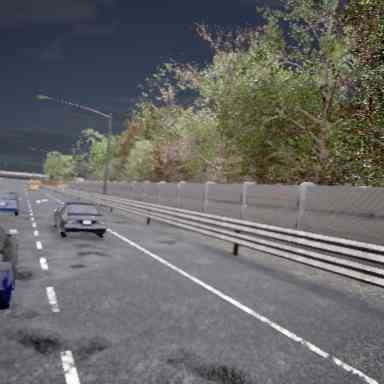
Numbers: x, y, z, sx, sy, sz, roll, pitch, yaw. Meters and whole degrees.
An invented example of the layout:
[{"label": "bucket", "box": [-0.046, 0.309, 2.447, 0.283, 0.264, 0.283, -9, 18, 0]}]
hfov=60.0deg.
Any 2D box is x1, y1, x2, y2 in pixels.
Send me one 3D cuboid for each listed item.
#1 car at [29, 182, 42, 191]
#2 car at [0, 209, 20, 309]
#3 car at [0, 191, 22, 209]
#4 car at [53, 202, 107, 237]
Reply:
[{"label": "car", "box": [-38.204, -1.045, 80.475, 1.882, 1.535, 5.008, 4, 0, -27]}, {"label": "car", "box": [-4.623, 1.234, 6.707, 1.994, 1.385, 4.181, 4, 0, -27]}, {"label": "car", "box": [-12.458, 0.679, 22.165, 2.033, 1.411, 5.357, 4, 0, -27]}, {"label": "car", "box": [-5.358, 1.195, 15.651, 2.033, 1.411, 5.357, 4, 0, -27]}]
